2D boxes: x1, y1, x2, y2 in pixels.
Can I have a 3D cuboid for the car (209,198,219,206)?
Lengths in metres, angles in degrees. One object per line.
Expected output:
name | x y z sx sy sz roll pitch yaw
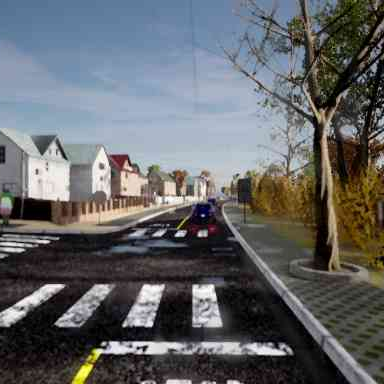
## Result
car | 3.348 1.684 54.560 1.812 1.442 4.674 0 0 6

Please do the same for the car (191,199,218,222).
car | 0.930 1.537 26.321 1.812 1.442 4.674 0 0 3

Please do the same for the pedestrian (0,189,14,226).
pedestrian | -9.533 0.764 17.074 0.375 1.860 0.375 0 -3 0
